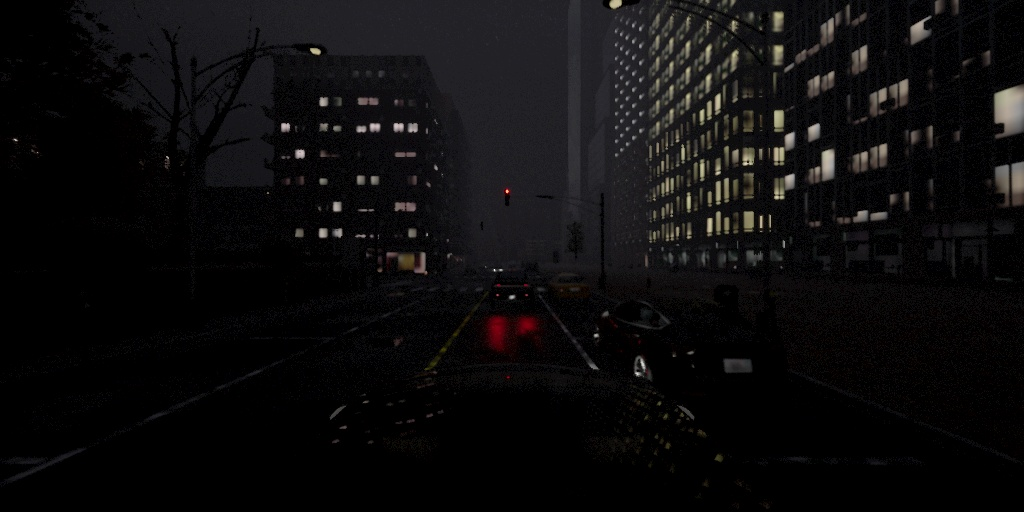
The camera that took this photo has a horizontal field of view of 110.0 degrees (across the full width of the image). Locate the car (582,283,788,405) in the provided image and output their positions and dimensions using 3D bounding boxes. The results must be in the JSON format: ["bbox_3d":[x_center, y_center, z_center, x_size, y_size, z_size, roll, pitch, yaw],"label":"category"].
[{"bbox_3d":[2.691,1.361,6.332,1.948,1.339,4.313,0,0,0],"label":"car"}]

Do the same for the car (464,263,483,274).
[{"bbox_3d":[-5.661,1.804,50.012,2.007,1.370,4.403,0,0,0],"label":"car"}]

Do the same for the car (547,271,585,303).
[{"bbox_3d":[2.699,1.435,17.767,1.751,1.417,4.829,0,0,0],"label":"car"}]

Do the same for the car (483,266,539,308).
[{"bbox_3d":[0.014,1.387,16.143,2.128,1.511,4.902,0,0,0],"label":"car"}]

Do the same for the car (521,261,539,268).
[{"bbox_3d":[2.719,1.568,50.007,2.192,1.841,5.009,0,0,0],"label":"car"}]
